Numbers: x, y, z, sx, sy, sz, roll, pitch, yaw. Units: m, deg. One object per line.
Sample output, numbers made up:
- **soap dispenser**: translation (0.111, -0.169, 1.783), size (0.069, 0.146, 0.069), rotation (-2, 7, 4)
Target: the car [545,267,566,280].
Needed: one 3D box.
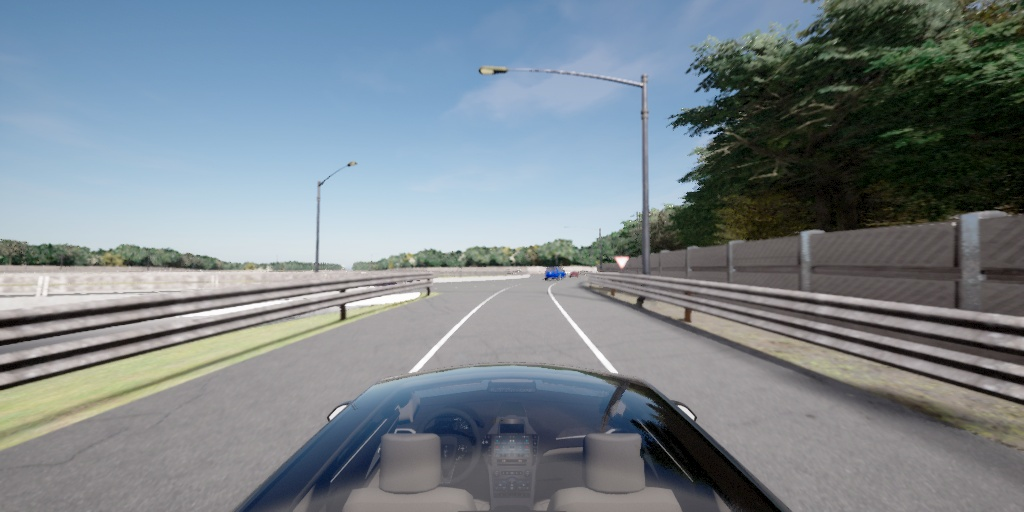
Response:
- **car**: translation (6.793, 2.760, 55.982), size (2.150, 2.045, 5.566), rotation (-1, -2, 23)

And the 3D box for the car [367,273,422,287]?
- **car**: translation (-9.557, 2.017, 28.751), size (1.895, 1.301, 4.718), rotation (-2, -3, 39)
